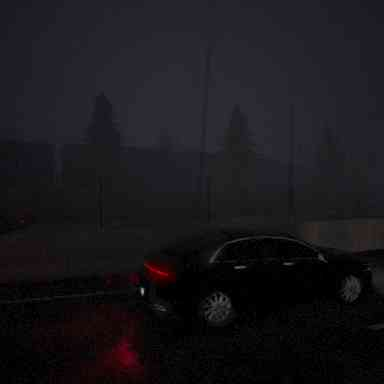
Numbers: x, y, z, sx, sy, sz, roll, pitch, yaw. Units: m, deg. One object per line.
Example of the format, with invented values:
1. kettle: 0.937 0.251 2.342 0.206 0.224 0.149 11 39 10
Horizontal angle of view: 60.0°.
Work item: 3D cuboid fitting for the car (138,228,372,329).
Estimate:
1. car: 1.377 1.499 6.760 4.892 1.490 1.837 0 0 -21
